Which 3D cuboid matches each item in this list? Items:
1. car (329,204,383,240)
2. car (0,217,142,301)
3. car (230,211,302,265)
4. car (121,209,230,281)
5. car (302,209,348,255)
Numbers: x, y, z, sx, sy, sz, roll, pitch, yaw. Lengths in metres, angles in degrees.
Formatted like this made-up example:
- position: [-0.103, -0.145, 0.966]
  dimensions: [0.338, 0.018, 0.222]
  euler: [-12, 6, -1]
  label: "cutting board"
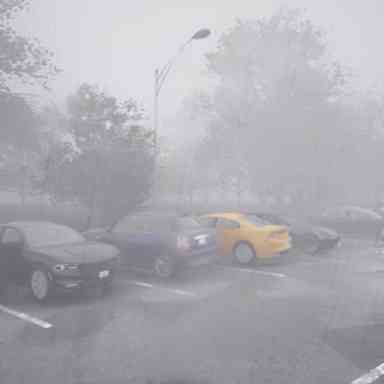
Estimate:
- position: [8.305, 1.516, 16.884]
  dimensions: [4.892, 1.521, 2.231]
  euler: [-1, -1, 36]
  label: "car"
- position: [-3.907, 1.486, 8.425]
  dimensions: [5.008, 1.535, 2.097]
  euler: [-1, -1, 35]
  label: "car"
- position: [0.961, 1.495, 11.823]
  dimensions: [5.008, 1.535, 2.097]
  euler: [-1, -1, 35]
  label: "car"
- position: [-1.455, 1.364, 10.105]
  dimensions: [4.553, 1.767, 2.185]
  euler: [-1, -1, 35]
  label: "car"
- position: [3.427, 1.530, 13.502]
  dimensions: [4.792, 1.488, 2.163]
  euler: [-1, -1, 35]
  label: "car"
